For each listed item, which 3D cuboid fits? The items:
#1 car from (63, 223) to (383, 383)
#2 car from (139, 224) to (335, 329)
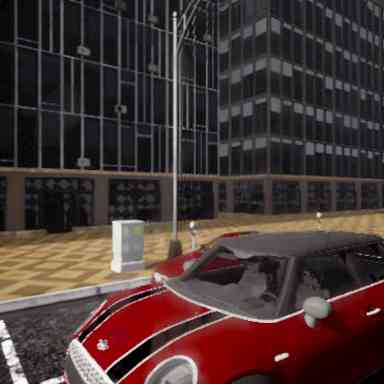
[{"bbox_3d":[0.907,1.339,4.023,4.553,1.767,2.097,0,0,-35],"label":"car"},{"bbox_3d":[1.144,1.559,7.370,4.206,1.307,1.802,0,0,-35],"label":"car"}]
